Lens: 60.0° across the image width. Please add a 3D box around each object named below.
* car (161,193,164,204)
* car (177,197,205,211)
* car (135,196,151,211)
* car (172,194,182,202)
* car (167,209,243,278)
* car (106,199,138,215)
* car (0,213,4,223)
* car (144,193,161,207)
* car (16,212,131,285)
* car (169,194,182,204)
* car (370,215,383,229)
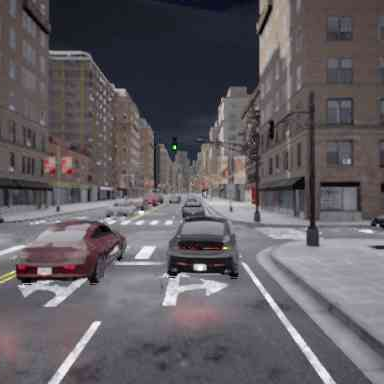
[{"bbox_3d":[-6.521,1.191,62.337,2.150,2.045,5.566,0,0,0],"label":"car"},{"bbox_3d":[0.089,1.483,28.862,2.128,1.511,4.902,0,0,0],"label":"car"},{"bbox_3d":[-6.601,1.512,40.982,1.812,1.442,4.674,0,0,0],"label":"car"},{"bbox_3d":[-3.275,1.270,72.563,1.882,1.535,5.008,0,0,0],"label":"car"},{"bbox_3d":[0.458,1.501,10.143,1.837,1.490,4.892,0,0,6],"label":"car"},{"bbox_3d":[-6.606,1.593,30.970,1.895,1.301,4.718,0,0,0],"label":"car"},{"bbox_3d":[-14.374,1.525,20.109,5.357,1.411,2.033,0,-1,2],"label":"car"},{"bbox_3d":[-6.559,1.200,51.644,2.150,2.045,5.566,0,0,1],"label":"car"},{"bbox_3d":[-3.147,1.525,9.404,1.812,1.442,4.674,0,0,0],"label":"car"},{"bbox_3d":[-3.271,1.533,62.560,1.994,1.385,4.181,0,0,0],"label":"car"},{"bbox_3d":[13.818,1.639,20.169,5.357,1.411,2.033,0,-1,-4],"label":"car"}]
